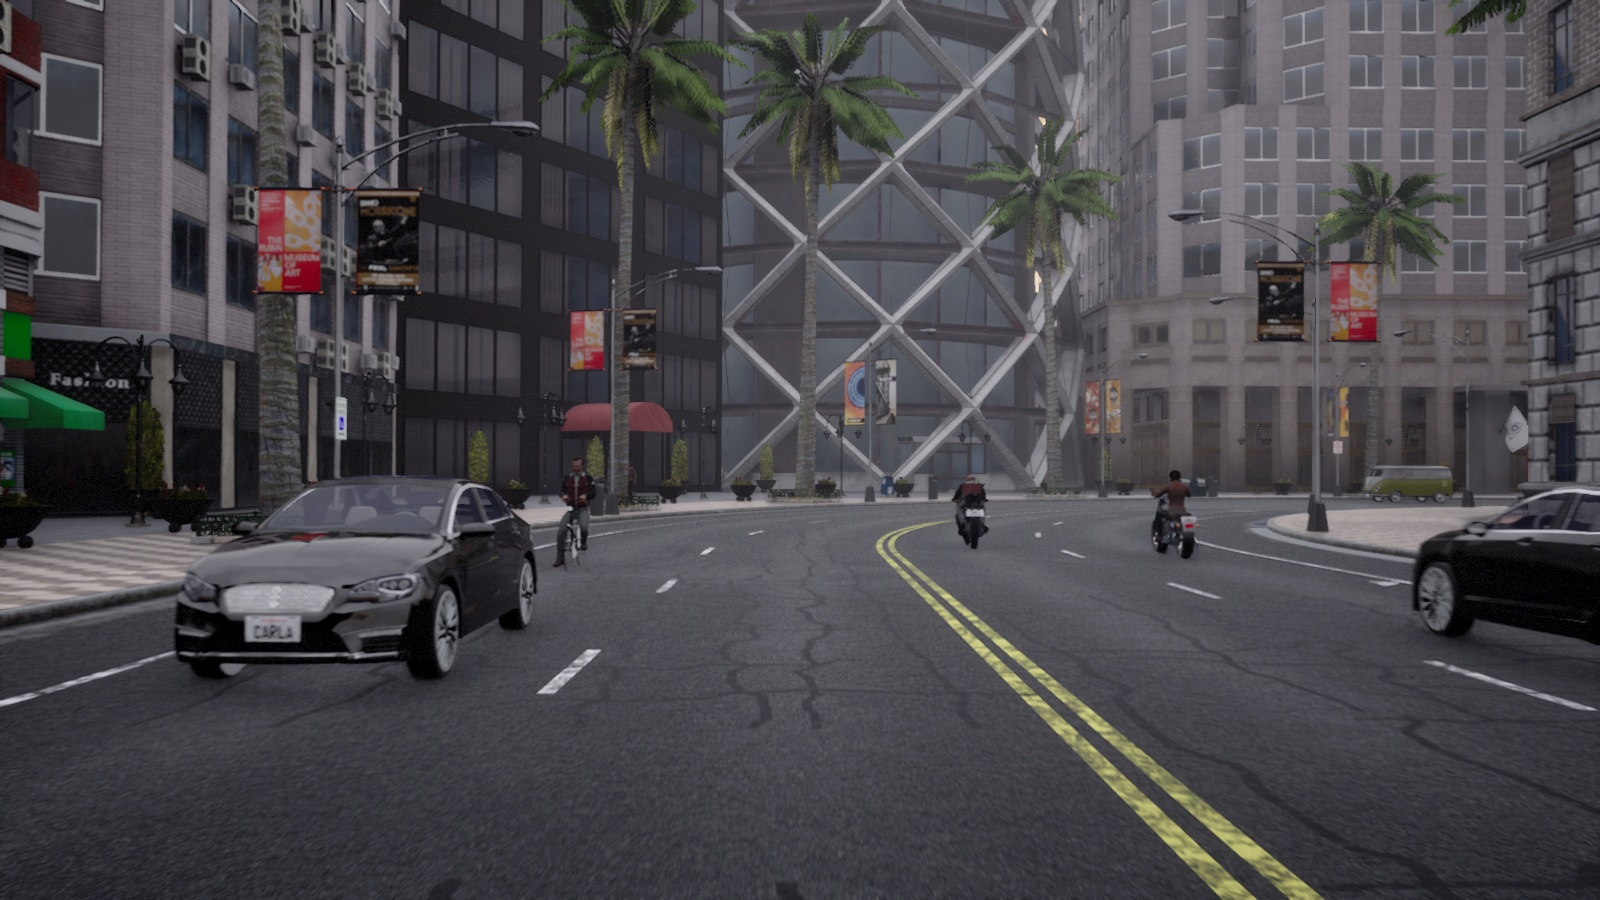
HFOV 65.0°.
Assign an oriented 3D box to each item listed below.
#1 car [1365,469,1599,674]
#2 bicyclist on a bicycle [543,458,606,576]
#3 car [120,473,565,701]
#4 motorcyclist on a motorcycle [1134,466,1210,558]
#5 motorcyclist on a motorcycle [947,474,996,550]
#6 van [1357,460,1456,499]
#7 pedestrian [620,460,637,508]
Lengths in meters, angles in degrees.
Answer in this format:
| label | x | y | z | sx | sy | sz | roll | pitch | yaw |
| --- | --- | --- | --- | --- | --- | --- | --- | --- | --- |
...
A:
| label | x | y | z | sx | sy | sz | roll | pitch | yaw |
| --- | --- | --- | --- | --- | --- | --- | --- | --- | --- |
| car | 6.979 | 0.921 | 10.672 | 2.128 | 1.511 | 4.902 | 0 | -1 | 0 |
| bicyclist on a bicycle | -3.534 | 1.030 | 19.822 | 0.659 | 1.776 | 1.843 | 0 | -1 | 0 |
| car | -3.538 | 0.967 | 10.919 | 2.128 | 1.511 | 4.902 | 0 | -1 | -1 |
| motorcyclist on a motorcycle | 6.982 | 1.133 | 23.705 | 0.766 | 1.649 | 2.350 | 0 | -1 | 1 |
| motorcyclist on a motorcycle | 3.600 | 1.278 | 26.495 | 0.866 | 1.530 | 2.191 | 0 | -1 | 3 |
| van | 32.021 | 1.548 | 66.359 | 4.442 | 1.987 | 1.775 | 0 | -1 | -9 |
| pedestrian | -6.597 | 1.305 | 48.301 | 0.331 | 1.846 | 0.634 | -1 | -1 | 24 |
